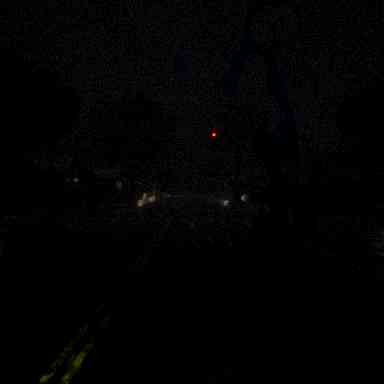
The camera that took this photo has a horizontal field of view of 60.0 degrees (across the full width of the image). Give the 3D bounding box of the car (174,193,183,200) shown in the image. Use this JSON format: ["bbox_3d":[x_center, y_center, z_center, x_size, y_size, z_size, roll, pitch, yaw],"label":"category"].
[{"bbox_3d":[-3.233,1.033,81.009,2.097,1.767,4.553,0,0,0],"label":"car"}]
